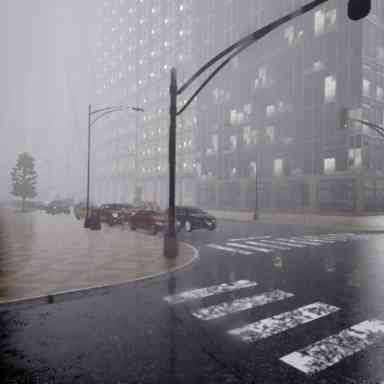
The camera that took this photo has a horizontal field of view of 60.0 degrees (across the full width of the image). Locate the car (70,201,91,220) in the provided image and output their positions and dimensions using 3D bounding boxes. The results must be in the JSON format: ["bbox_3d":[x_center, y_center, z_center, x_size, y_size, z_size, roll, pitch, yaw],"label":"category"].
[{"bbox_3d":[-8.681,1.713,28.544,1.752,1.417,4.829,1,-1,-35],"label":"car"}]

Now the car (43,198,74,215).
[{"bbox_3d":[-15.299,1.739,37.995,1.967,1.590,4.097,1,-1,-35],"label":"car"}]

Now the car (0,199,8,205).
[{"bbox_3d":[-41.378,2.288,75.238,2.008,1.369,4.403,1,-1,-35],"label":"car"}]

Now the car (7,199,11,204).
[{"bbox_3d":[-34.858,2.209,65.927,1.802,1.307,4.206,1,-1,-35],"label":"car"}]

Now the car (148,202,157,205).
[{"bbox_3d":[-5.174,1.833,38.145,1.967,1.590,4.097,1,-1,-35],"label":"car"}]

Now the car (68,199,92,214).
[{"bbox_3d":[-11.997,1.817,37.830,2.128,1.511,4.902,1,-1,-35],"label":"car"}]

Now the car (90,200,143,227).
[{"bbox_3d":[-5.519,1.575,24.029,1.967,1.590,4.097,1,-1,-35],"label":"car"}]

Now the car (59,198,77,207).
[{"bbox_3d":[-24.733,2.036,66.079,2.192,1.841,5.009,1,-1,-35],"label":"car"}]

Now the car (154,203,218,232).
[{"bbox_3d":[-0.312,1.634,21.119,1.837,1.490,4.892,1,-1,-33],"label":"car"}]

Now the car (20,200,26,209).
[{"bbox_3d":[-25.078,2.029,51.960,1.947,1.339,4.313,1,-1,-35],"label":"car"}]

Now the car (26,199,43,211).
[{"bbox_3d":[-21.818,1.959,47.305,2.008,1.369,4.403,1,-1,-35],"label":"car"}]

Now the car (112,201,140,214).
[{"bbox_3d":[-8.531,1.974,42.938,1.752,1.417,4.829,1,-1,-35],"label":"car"}]

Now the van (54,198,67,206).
[{"bbox_3d":[-27.993,2.117,70.735,1.690,1.788,3.998,1,-1,-35],"label":"van"}]

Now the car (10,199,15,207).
[{"bbox_3d":[-31.599,2.123,61.271,2.008,1.369,4.403,1,-1,-35],"label":"car"}]

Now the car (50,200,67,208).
[{"bbox_3d":[-24.655,2.142,61.462,1.837,1.490,4.892,1,-2,-35],"label":"car"}]

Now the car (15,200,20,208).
[{"bbox_3d":[-28.338,2.063,56.616,1.887,1.381,4.507,1,-1,-35],"label":"car"}]

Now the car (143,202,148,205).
[{"bbox_3d":[-6.077,1.731,29.356,1.837,1.490,4.892,1,-1,-35],"label":"car"}]

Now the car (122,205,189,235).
[{"bbox_3d":[-2.259,1.662,19.371,1.802,1.307,4.206,1,-1,-35],"label":"car"}]
